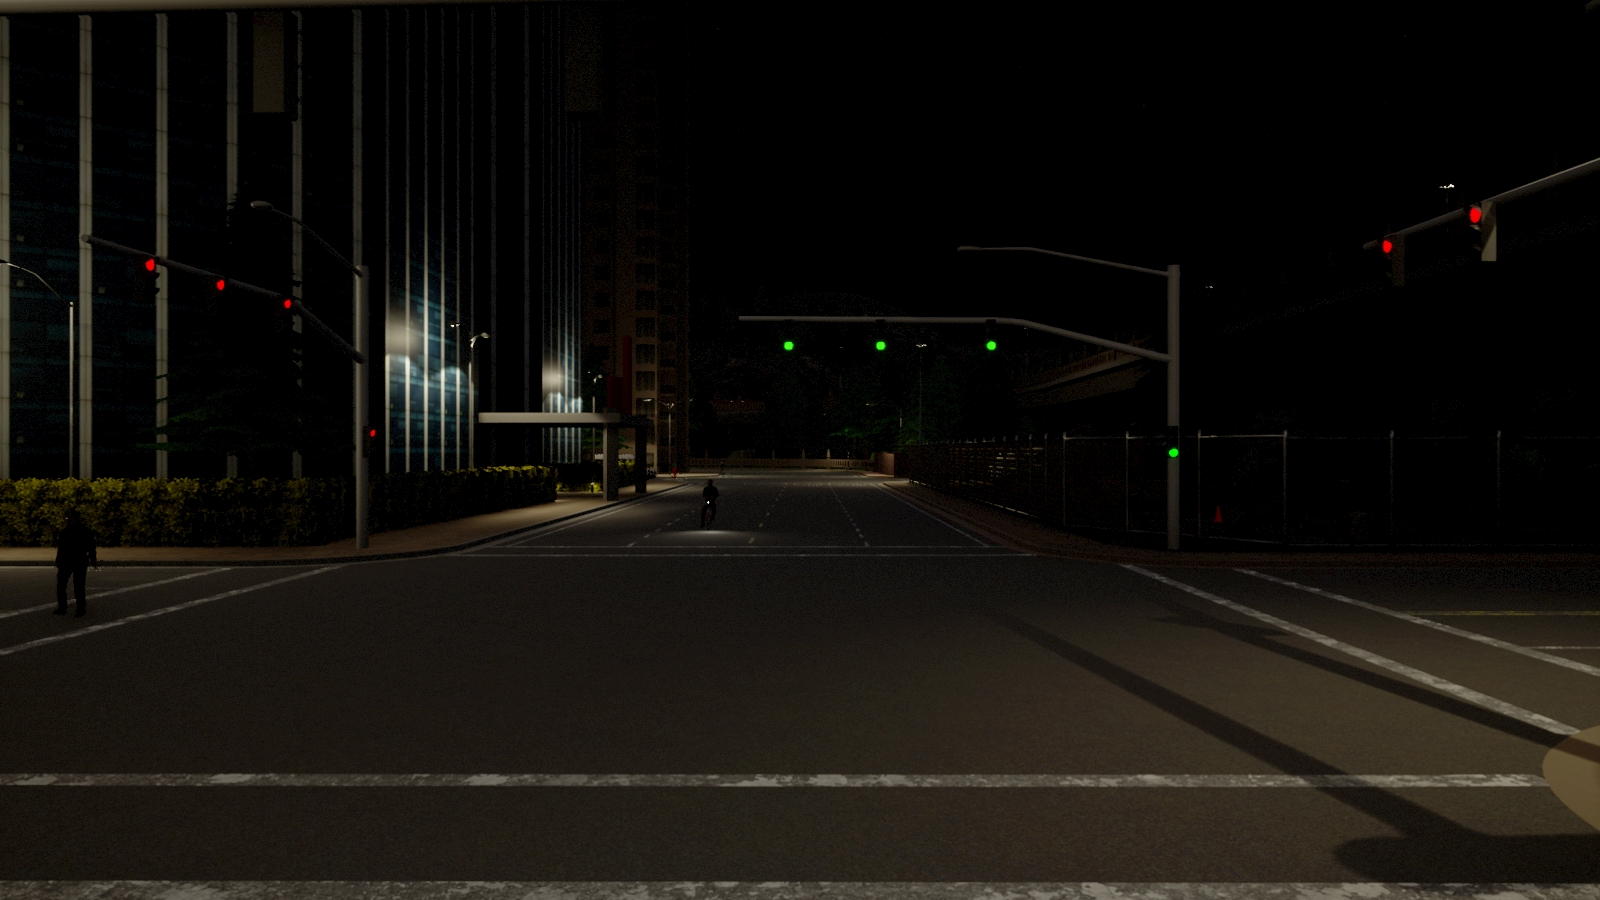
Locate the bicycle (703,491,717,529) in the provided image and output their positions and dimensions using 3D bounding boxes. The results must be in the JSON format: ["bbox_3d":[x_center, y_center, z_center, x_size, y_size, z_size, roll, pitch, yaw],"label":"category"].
[{"bbox_3d":[-3.204,2.116,40.708,0.329,1.271,1.835,0,0,0],"label":"bicycle"}]

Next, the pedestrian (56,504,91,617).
[{"bbox_3d":[-12.271,1.854,19.296,0.375,1.860,0.375,0,0,-6],"label":"pedestrian"}]
